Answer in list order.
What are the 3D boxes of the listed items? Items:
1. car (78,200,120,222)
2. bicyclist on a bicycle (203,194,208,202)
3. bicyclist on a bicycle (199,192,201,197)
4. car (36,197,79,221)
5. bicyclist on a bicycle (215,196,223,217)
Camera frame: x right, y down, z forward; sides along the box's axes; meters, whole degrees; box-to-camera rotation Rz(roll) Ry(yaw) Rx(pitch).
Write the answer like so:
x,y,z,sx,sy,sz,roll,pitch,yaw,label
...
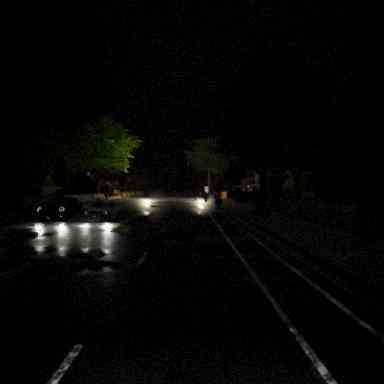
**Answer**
x,y,z,sx,sy,sz,roll,pitch,yaw,label
-6.602,1.358,24.813,1.812,1.442,4.674,0,0,0,car
2.258,1.084,54.177,0.866,1.612,1.509,0,2,0,bicyclist on a bicycle
2.262,0.837,91.965,0.582,1.620,1.656,0,3,0,bicyclist on a bicycle
-9.845,1.183,25.011,2.097,1.767,4.553,0,0,0,car
2.254,1.205,27.949,0.659,1.776,1.843,0,4,0,bicyclist on a bicycle
